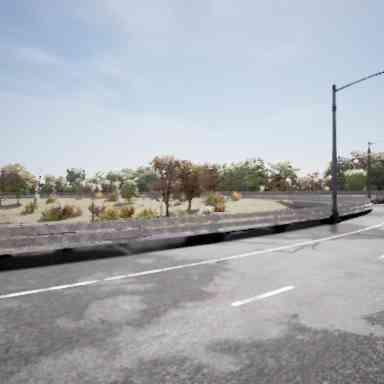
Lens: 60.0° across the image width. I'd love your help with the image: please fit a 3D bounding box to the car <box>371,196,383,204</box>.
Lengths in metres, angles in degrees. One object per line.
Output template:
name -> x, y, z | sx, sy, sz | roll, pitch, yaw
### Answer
car -> 37.769, 1.557, 67.935 | 2.097, 1.767, 4.553 | 0, 0, 12
